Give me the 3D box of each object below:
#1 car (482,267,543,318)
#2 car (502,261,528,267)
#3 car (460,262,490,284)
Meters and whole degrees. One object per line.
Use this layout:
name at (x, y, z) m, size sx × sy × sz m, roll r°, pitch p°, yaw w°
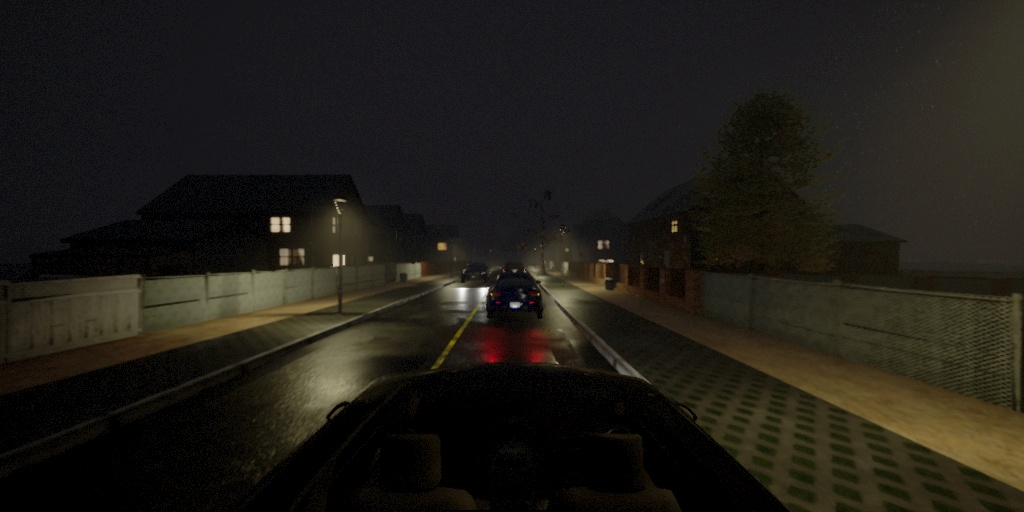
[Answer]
car at (0.099, 1.305, 13.026) m, size 1.812 × 1.442 × 4.674 m, roll 0°, pitch 0°, yaw 0°
car at (0.221, 1.212, 29.101) m, size 2.097 × 1.767 × 4.553 m, roll 0°, pitch 0°, yaw 1°
car at (-2.662, 1.176, 27.158) m, size 1.812 × 1.442 × 4.674 m, roll 0°, pitch 0°, yaw 1°
